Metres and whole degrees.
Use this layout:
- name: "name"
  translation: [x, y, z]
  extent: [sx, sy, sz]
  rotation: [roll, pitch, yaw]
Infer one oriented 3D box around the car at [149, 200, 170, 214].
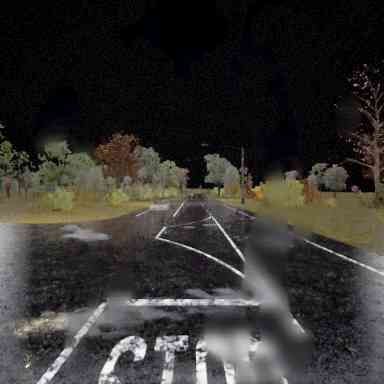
- name: "car"
  translation: [-3.435, 1.586, 35.797]
  extent: [1.895, 1.301, 4.718]
  rotation: [0, 0, 0]
